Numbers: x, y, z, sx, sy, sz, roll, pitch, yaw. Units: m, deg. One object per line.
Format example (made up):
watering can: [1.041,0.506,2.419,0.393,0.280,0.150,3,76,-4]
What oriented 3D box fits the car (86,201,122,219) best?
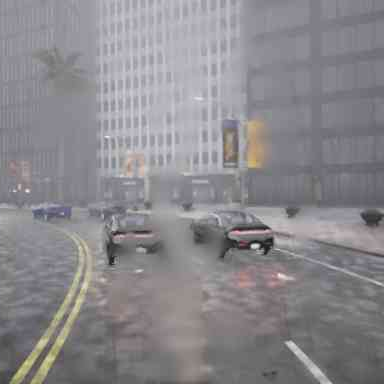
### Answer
car: [-7.307,1.523,27.996,1.837,1.490,4.892,0,0,-40]

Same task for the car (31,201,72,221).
car: [-11.796,1.539,27.769,1.882,1.535,5.008,0,0,-43]

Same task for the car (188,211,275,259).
car: [1.254,1.457,12.563,2.128,1.511,4.902,0,0,-17]

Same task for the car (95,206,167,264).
car: [-2.196,1.492,11.928,2.128,1.511,4.902,0,0,-17]
